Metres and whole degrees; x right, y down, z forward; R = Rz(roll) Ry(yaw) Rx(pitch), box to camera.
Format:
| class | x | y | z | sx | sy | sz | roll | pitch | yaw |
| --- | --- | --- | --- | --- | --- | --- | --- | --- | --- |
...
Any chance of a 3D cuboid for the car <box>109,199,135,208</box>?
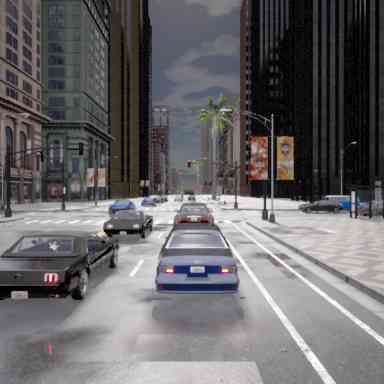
| class | x | y | z | sx | sy | sz | roll | pitch | yaw |
| --- | --- | --- | --- | --- | --- | --- | --- | --- | --- |
| car | -6.609 | 1.477 | 31.789 | 1.882 | 1.535 | 5.008 | 0 | 0 | 0 |

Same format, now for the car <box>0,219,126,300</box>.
| class | x | y | z | sx | sy | sz | roll | pitch | yaw |
| --- | --- | --- | --- | --- | --- | --- | --- | --- | --- |
| car | -3.152 | 1.600 | 8.317 | 1.895 | 1.301 | 4.718 | 0 | 0 | 0 |

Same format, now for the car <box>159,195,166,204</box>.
| class | x | y | z | sx | sy | sz | roll | pitch | yaw |
| --- | --- | --- | --- | --- | --- | --- | --- | --- | --- |
| car | -6.574 | 1.566 | 63.751 | 1.994 | 1.385 | 4.181 | 0 | 0 | 1 |

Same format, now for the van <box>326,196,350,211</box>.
| class | x | y | z | sx | sy | sz | roll | pitch | yaw |
| --- | --- | --- | --- | --- | --- | --- | --- | --- | --- |
| van | 17.054 | 1.314 | 38.121 | 3.998 | 1.788 | 1.690 | 0 | 0 | 0 |

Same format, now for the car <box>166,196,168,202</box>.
| class | x | y | z | sx | sy | sz | roll | pitch | yaw |
| --- | --- | --- | --- | --- | --- | --- | --- | --- | --- |
| car | -6.526 | 1.481 | 75.228 | 1.882 | 1.535 | 5.008 | 0 | 0 | 0 |

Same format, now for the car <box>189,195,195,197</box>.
| class | x | y | z | sx | sy | sz | roll | pitch | yaw |
| --- | --- | --- | --- | --- | --- | --- | --- | --- | --- |
| car | -0.028 | 1.528 | 81.237 | 1.812 | 1.442 | 4.674 | 0 | 0 | 0 |

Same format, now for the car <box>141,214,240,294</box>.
| class | x | y | z | sx | sy | sz | roll | pitch | yaw |
| --- | --- | --- | --- | --- | --- | --- | --- | --- | --- |
| car | 0.099 | 1.547 | 8.945 | 2.033 | 1.411 | 5.357 | 0 | 0 | 0 |

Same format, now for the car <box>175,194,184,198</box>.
| class | x | y | z | sx | sy | sz | roll | pitch | yaw |
| --- | --- | --- | --- | --- | --- | --- | --- | --- | --- |
| car | -3.278 | 1.520 | 80.384 | 1.812 | 1.442 | 4.674 | 0 | 0 | 0 |

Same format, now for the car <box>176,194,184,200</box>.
| class | x | y | z | sx | sy | sz | roll | pitch | yaw |
| --- | --- | --- | --- | --- | --- | --- | --- | --- | --- |
| car | -3.281 | 1.315 | 90.387 | 1.882 | 1.535 | 5.008 | 0 | 0 | 0 |

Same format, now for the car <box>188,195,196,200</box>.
| class | x | y | z | sx | sy | sz | roll | pitch | yaw |
| --- | --- | --- | --- | --- | --- | --- | --- | --- | --- |
| car | -0.032 | 1.545 | 91.458 | 2.033 | 1.411 | 5.357 | 0 | 0 | 0 |

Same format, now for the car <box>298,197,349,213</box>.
| class | x | y | z | sx | sy | sz | roll | pitch | yaw |
| --- | --- | --- | --- | --- | --- | --- | --- | --- | --- |
| car | 13.726 | 1.509 | 35.454 | 4.674 | 1.442 | 1.812 | 0 | 0 | 2 |

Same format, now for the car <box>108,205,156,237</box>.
| class | x | y | z | sx | sy | sz | roll | pitch | yaw |
| --- | --- | --- | --- | --- | --- | --- | --- | --- | --- |
| car | -3.160 | 1.600 | 17.484 | 1.895 | 1.301 | 4.718 | 0 | 0 | 0 |

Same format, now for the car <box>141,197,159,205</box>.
| class | x | y | z | sx | sy | sz | roll | pitch | yaw |
| --- | --- | --- | --- | --- | --- | --- | --- | --- | --- |
| car | -6.613 | 1.527 | 51.021 | 1.812 | 1.442 | 4.674 | 0 | 0 | 0 |

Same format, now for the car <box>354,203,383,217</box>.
| class | x | y | z | sx | sy | sz | roll | pitch | yaw |
| --- | --- | --- | --- | --- | --- | --- | --- | --- | --- |
| car | 17.061 | 1.548 | 29.596 | 4.403 | 1.369 | 2.008 | 0 | 0 | 0 |

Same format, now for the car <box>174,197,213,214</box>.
| class | x | y | z | sx | sy | sz | roll | pitch | yaw |
| --- | --- | --- | --- | --- | --- | --- | --- | --- | --- |
| car | 0.113 | 1.351 | 18.388 | 2.097 | 1.767 | 4.553 | 0 | 0 | 0 |
